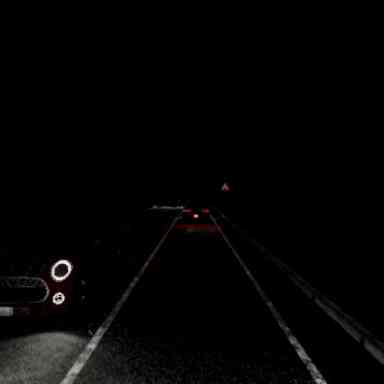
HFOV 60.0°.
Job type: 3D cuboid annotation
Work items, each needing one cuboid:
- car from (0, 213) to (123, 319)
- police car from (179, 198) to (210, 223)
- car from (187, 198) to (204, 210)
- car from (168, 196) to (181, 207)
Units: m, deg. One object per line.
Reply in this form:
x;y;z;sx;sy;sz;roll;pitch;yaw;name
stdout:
-3.045;1.359;7.672;2.097;1.767;4.553;0;0;0;car
0.305;1.493;25.329;2.038;1.542;4.974;0;0;0;police car
0.449;1.480;42.188;2.033;1.411;5.357;0;0;0;car
-2.650;1.372;50.935;1.882;1.535;5.008;0;0;1;car
